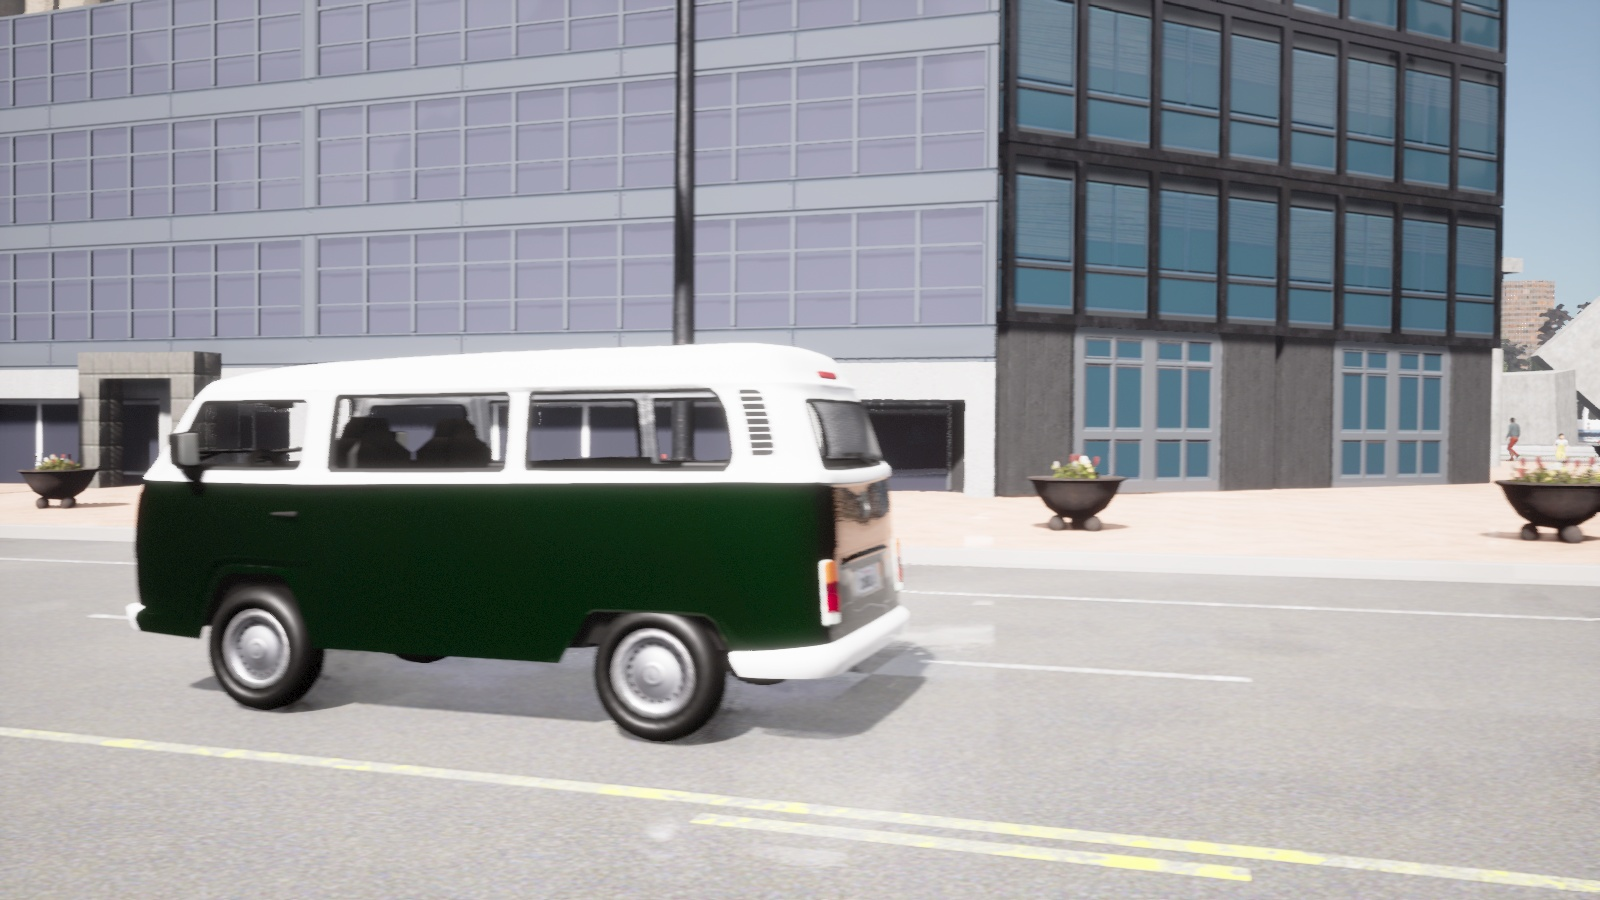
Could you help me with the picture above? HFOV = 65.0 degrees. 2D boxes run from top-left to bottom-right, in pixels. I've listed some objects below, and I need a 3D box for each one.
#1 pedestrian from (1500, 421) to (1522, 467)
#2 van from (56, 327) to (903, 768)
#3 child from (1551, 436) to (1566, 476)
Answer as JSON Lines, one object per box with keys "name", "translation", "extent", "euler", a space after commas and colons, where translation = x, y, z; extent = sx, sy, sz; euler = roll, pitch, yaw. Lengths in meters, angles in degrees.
{"name": "pedestrian", "translation": [28.705, -0.264, 50.703], "extent": [0.353, 1.847, 0.614], "euler": [0, 1, -22]}
{"name": "van", "translation": [-1.819, 0.425, 7.494], "extent": [4.480, 2.038, 2.069], "euler": [0, 1, 19]}
{"name": "child", "translation": [24.300, 0.180, 40.237], "extent": [0.270, 1.263, 0.437], "euler": [1, 1, 12]}
